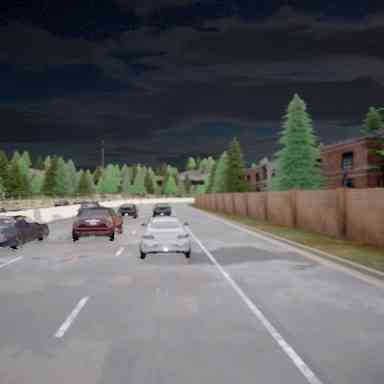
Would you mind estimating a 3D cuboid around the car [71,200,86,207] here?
[{"bbox_3d":[-24.242,2.446,71.352,1.882,1.535,5.008,0,-1,-5],"label":"car"}]

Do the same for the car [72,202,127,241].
[{"bbox_3d":[-5.074,1.602,18.452,2.097,1.767,4.553,0,-1,-5],"label":"car"}]

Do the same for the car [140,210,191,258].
[{"bbox_3d":[-1.093,1.696,13.474,1.812,1.442,4.674,0,0,-5],"label":"car"}]

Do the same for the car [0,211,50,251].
[{"bbox_3d":[-8.285,1.775,15.268,2.033,1.411,5.357,0,-1,-5],"label":"car"}]

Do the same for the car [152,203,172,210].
[{"bbox_3d":[-3.154,1.952,35.224,1.837,1.490,4.892,0,0,-5],"label":"car"}]

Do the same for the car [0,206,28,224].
[{"bbox_3d":[-16.953,2.055,30.392,1.895,1.301,4.718,0,-1,-5],"label":"car"}]

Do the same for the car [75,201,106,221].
[{"bbox_3d":[-10.003,1.807,33.282,2.097,1.767,4.553,0,-1,-5],"label":"car"}]

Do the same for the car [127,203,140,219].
[{"bbox_3d":[-6.629,1.964,34.795,1.837,1.490,4.892,0,0,-5],"label":"car"}]
